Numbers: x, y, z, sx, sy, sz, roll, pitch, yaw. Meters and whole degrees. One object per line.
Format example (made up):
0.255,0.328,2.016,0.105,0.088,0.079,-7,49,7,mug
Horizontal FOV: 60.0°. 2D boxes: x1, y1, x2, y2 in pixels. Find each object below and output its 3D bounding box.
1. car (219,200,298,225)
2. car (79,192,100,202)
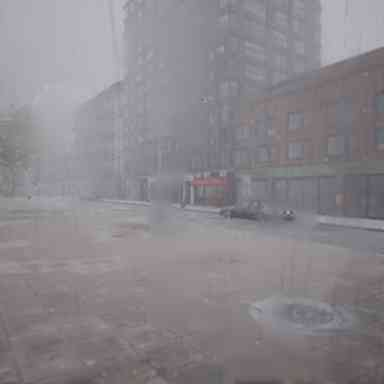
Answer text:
4.046,1.188,21.035,2.033,1.411,5.357,0,1,-35,car
-14.771,0.680,47.684,2.128,1.511,4.902,0,0,-35,car
